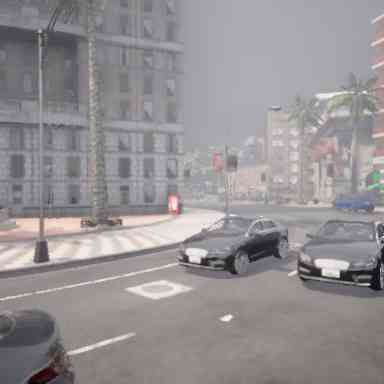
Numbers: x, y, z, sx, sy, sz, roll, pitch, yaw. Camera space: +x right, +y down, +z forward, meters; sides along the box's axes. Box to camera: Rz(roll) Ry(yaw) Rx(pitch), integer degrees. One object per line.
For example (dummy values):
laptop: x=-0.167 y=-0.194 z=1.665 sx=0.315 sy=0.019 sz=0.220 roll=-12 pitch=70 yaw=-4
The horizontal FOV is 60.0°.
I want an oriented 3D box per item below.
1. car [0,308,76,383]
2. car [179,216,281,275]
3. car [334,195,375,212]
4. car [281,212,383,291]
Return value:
car: x=-3.173 y=1.576 z=2.032 sx=4.674 sy=1.442 sz=1.812 roll=0 pitch=-1 yaw=-35
car: x=1.584 y=1.572 z=10.939 sx=2.128 sy=1.511 sz=4.902 roll=-1 pitch=-1 yaw=38
car: x=18.851 y=1.375 z=38.870 sx=2.150 sy=2.045 sz=5.566 roll=0 pitch=0 yaw=-6
car: x=4.485 y=1.532 z=9.354 sx=2.128 sy=1.511 sz=4.902 roll=-1 pitch=-1 yaw=35
